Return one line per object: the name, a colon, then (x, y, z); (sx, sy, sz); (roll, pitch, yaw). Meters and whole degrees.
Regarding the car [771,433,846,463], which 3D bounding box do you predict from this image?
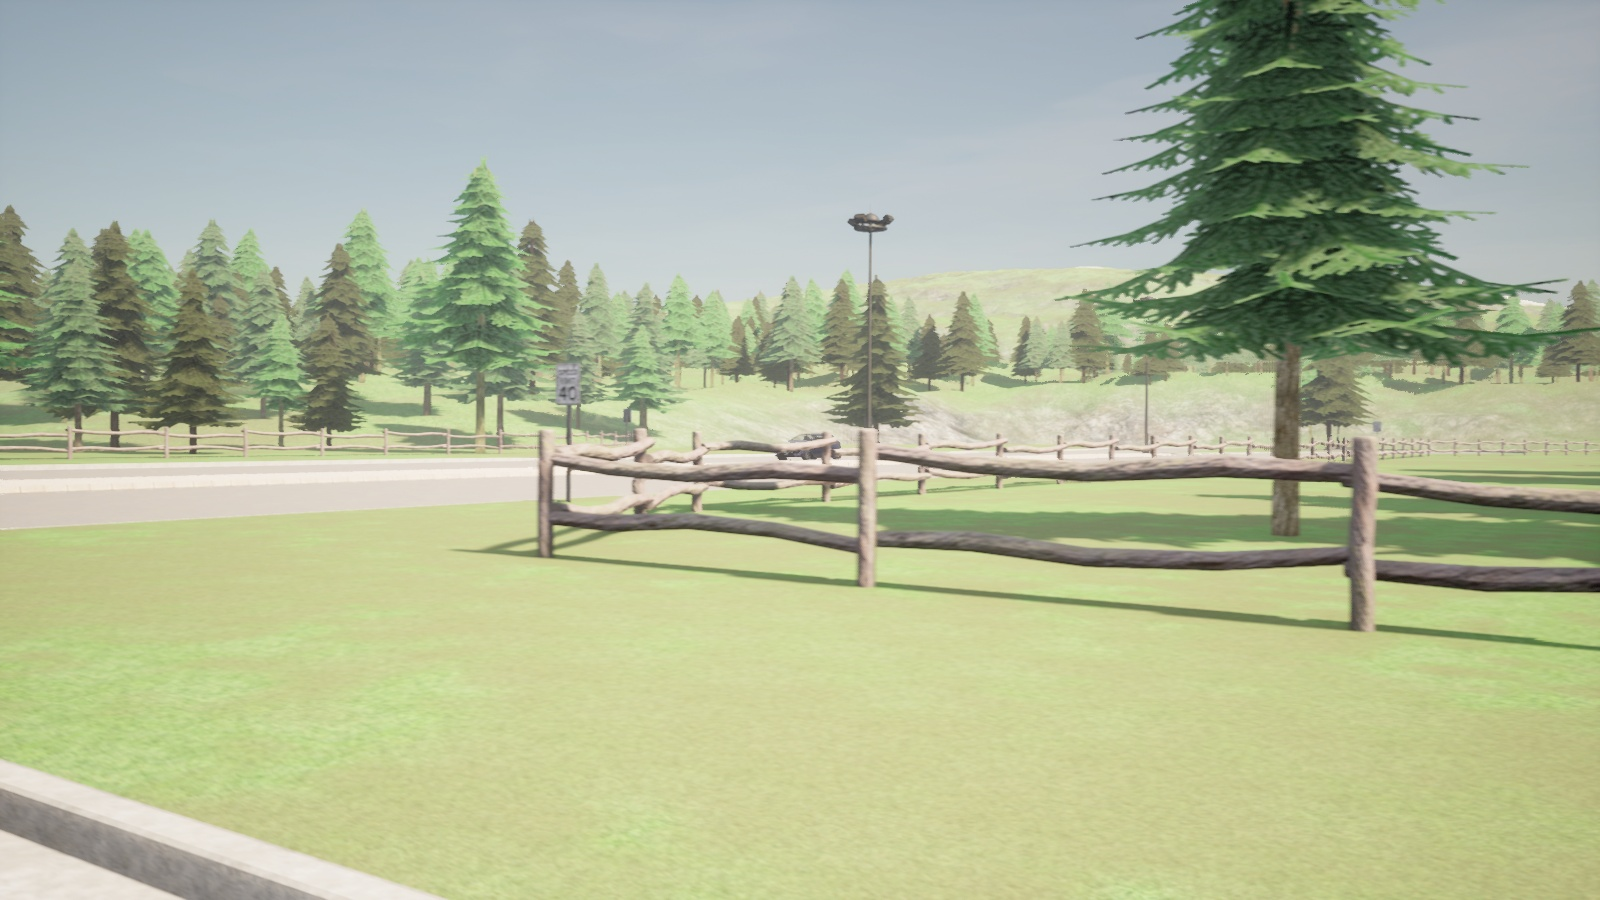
car: (0.467, -0.144, 64.866); (1.816, 1.474, 4.193); (0, 1, 34)
